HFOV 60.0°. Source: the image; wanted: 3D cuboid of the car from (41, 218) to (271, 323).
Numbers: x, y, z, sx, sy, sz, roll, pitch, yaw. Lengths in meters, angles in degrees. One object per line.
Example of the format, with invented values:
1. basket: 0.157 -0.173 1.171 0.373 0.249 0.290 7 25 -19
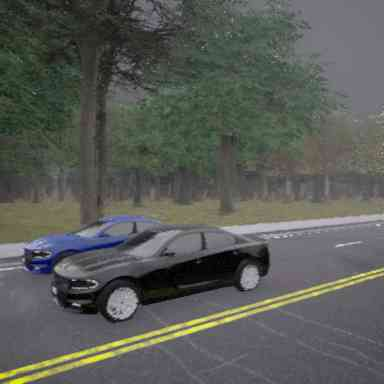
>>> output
1. car: -0.413 1.479 7.383 5.008 1.535 1.882 0 0 -35

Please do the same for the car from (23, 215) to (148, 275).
1. car: -2.301 1.478 10.029 5.008 1.535 1.882 0 0 -35
